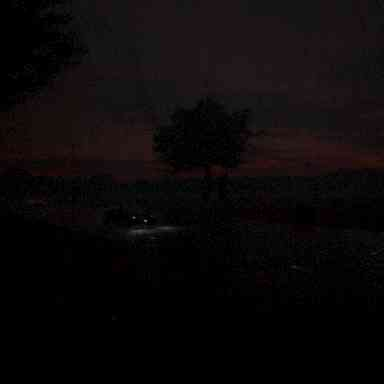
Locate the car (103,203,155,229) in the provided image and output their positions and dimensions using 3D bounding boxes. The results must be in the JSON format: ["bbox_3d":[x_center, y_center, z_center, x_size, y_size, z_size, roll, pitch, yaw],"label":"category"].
[{"bbox_3d":[-4.259,1.446,21.822,1.812,1.442,4.674,-3,2,-39],"label":"car"}]

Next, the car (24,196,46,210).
[{"bbox_3d":[-19.937,1.357,42.093,1.882,1.535,5.008,-3,2,-36],"label":"car"}]

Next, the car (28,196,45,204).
[{"bbox_3d":[-28.207,1.406,60.193,1.895,1.301,4.718,-3,1,-34],"label":"car"}]
